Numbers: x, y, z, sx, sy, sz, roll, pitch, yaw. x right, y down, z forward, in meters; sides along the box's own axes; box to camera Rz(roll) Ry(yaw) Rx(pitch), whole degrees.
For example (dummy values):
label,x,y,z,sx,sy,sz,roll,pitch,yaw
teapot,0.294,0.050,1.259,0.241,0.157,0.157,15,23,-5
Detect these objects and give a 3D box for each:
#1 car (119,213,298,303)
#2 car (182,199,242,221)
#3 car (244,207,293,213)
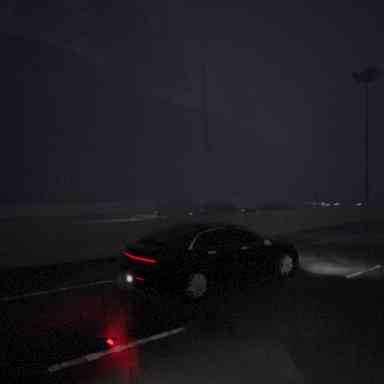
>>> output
label,x,y,z,sx,sy,sz,roll,pitch,yaw
car,0.646,1.484,8.216,4.892,1.490,1.837,0,0,-37
car,1.748,1.422,27.491,4.902,1.511,2.128,0,0,-42
car,6.016,1.511,26.598,4.718,1.301,1.895,0,0,-43
